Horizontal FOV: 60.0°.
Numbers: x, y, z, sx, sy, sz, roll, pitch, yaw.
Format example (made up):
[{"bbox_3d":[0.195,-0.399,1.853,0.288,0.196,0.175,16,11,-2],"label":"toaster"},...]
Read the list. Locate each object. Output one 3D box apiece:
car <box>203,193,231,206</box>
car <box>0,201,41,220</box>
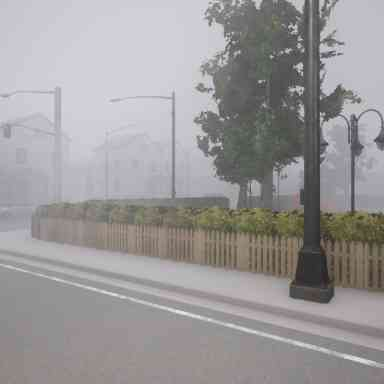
[{"bbox_3d":[3.515,1.221,48.168,2.150,2.045,5.566,0,0,35],"label":"car"},{"bbox_3d":[-14.719,1.526,28.295,1.812,1.442,4.674,0,0,35],"label":"car"}]
